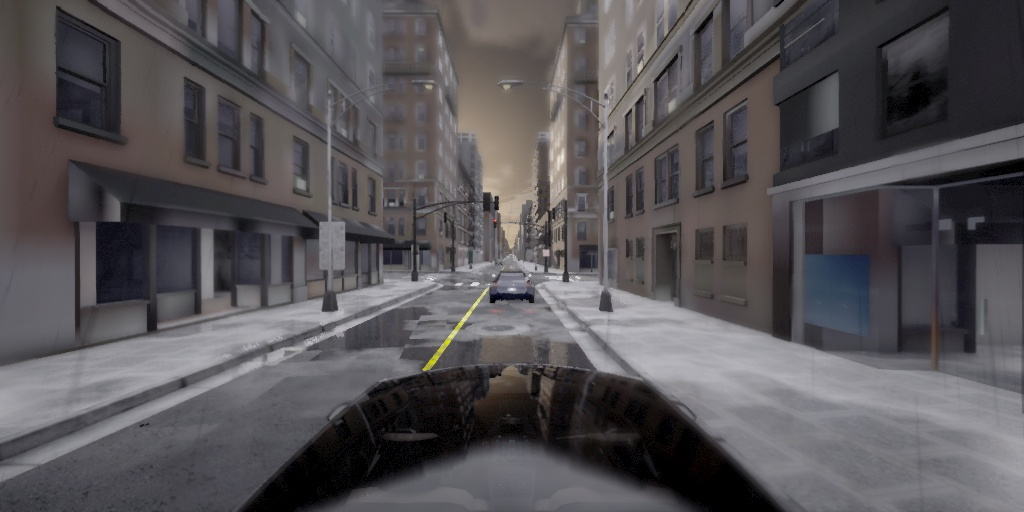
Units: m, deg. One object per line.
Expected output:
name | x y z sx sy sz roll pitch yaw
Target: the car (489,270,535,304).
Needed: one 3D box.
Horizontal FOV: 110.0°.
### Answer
car | 0.000 1.328 16.501 1.994 1.385 4.181 0 0 0
